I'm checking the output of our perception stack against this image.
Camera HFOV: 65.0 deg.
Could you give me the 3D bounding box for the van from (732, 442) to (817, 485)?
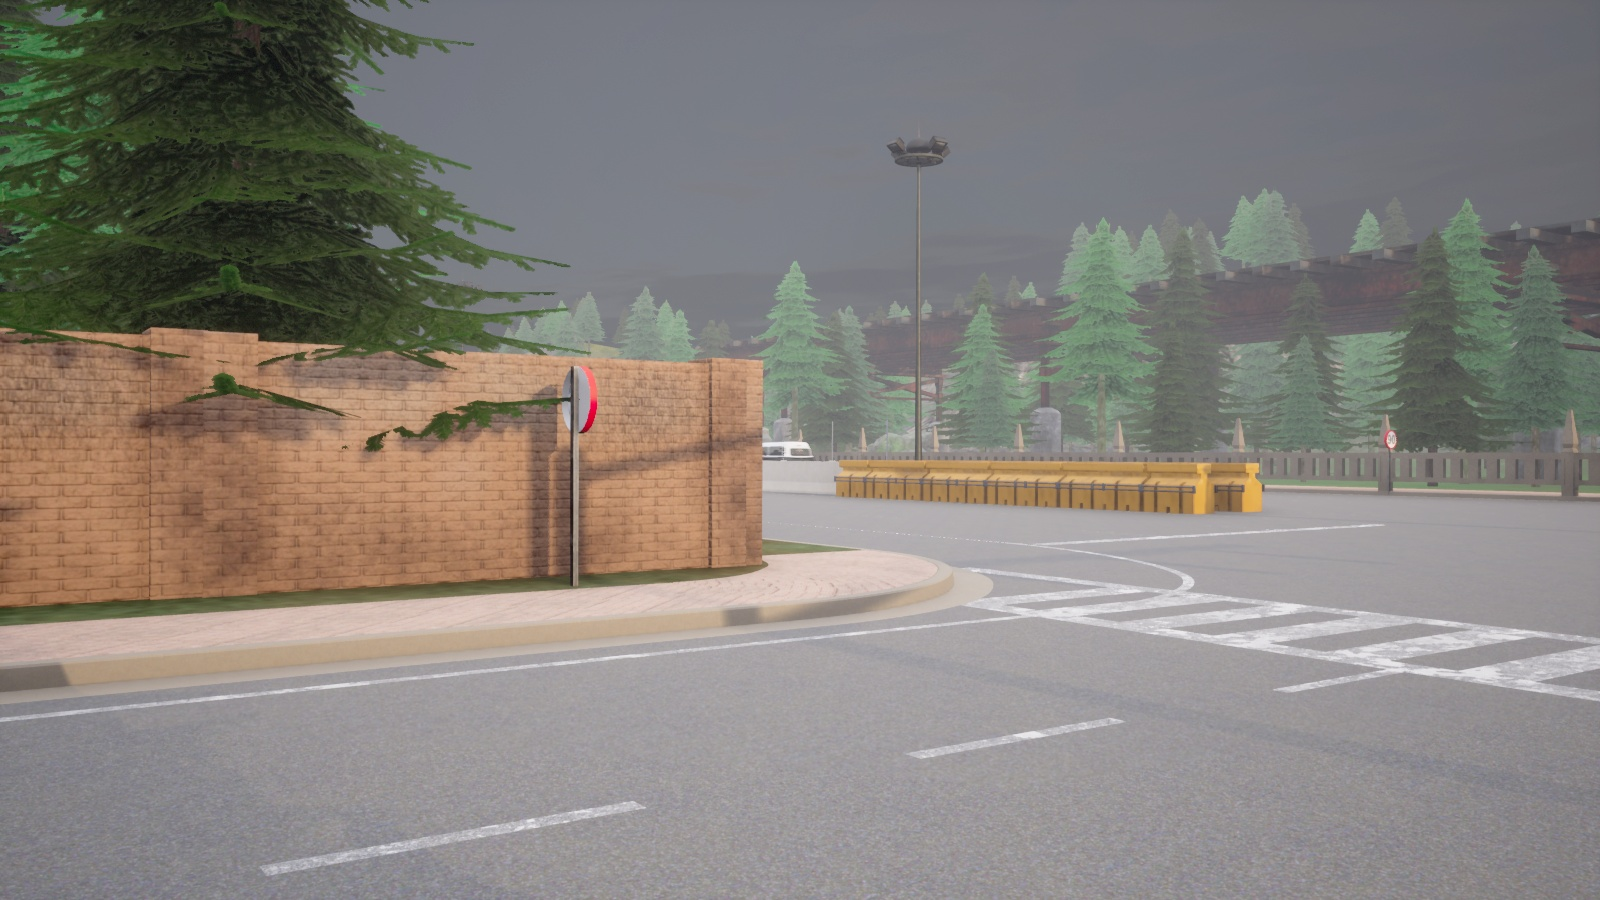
[{"bbox_3d":[-1.285,0.624,61.754,2.069,2.038,4.480,0,0,-35],"label":"van"}]
